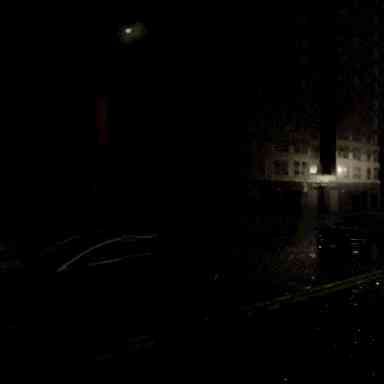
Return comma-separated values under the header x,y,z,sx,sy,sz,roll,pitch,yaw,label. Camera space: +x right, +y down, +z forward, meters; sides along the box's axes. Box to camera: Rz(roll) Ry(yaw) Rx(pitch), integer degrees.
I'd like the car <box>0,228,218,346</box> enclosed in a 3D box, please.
x,y,z,sx,sy,sz,roll,pitch,yaw,label
-1.723,1.500,6.436,4.902,1.511,2.128,0,0,-36,car

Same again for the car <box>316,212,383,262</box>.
x,y,z,sx,sy,sz,roll,pitch,yaw,label
6.713,1.530,12.472,5.008,1.535,1.882,0,0,-35,car
